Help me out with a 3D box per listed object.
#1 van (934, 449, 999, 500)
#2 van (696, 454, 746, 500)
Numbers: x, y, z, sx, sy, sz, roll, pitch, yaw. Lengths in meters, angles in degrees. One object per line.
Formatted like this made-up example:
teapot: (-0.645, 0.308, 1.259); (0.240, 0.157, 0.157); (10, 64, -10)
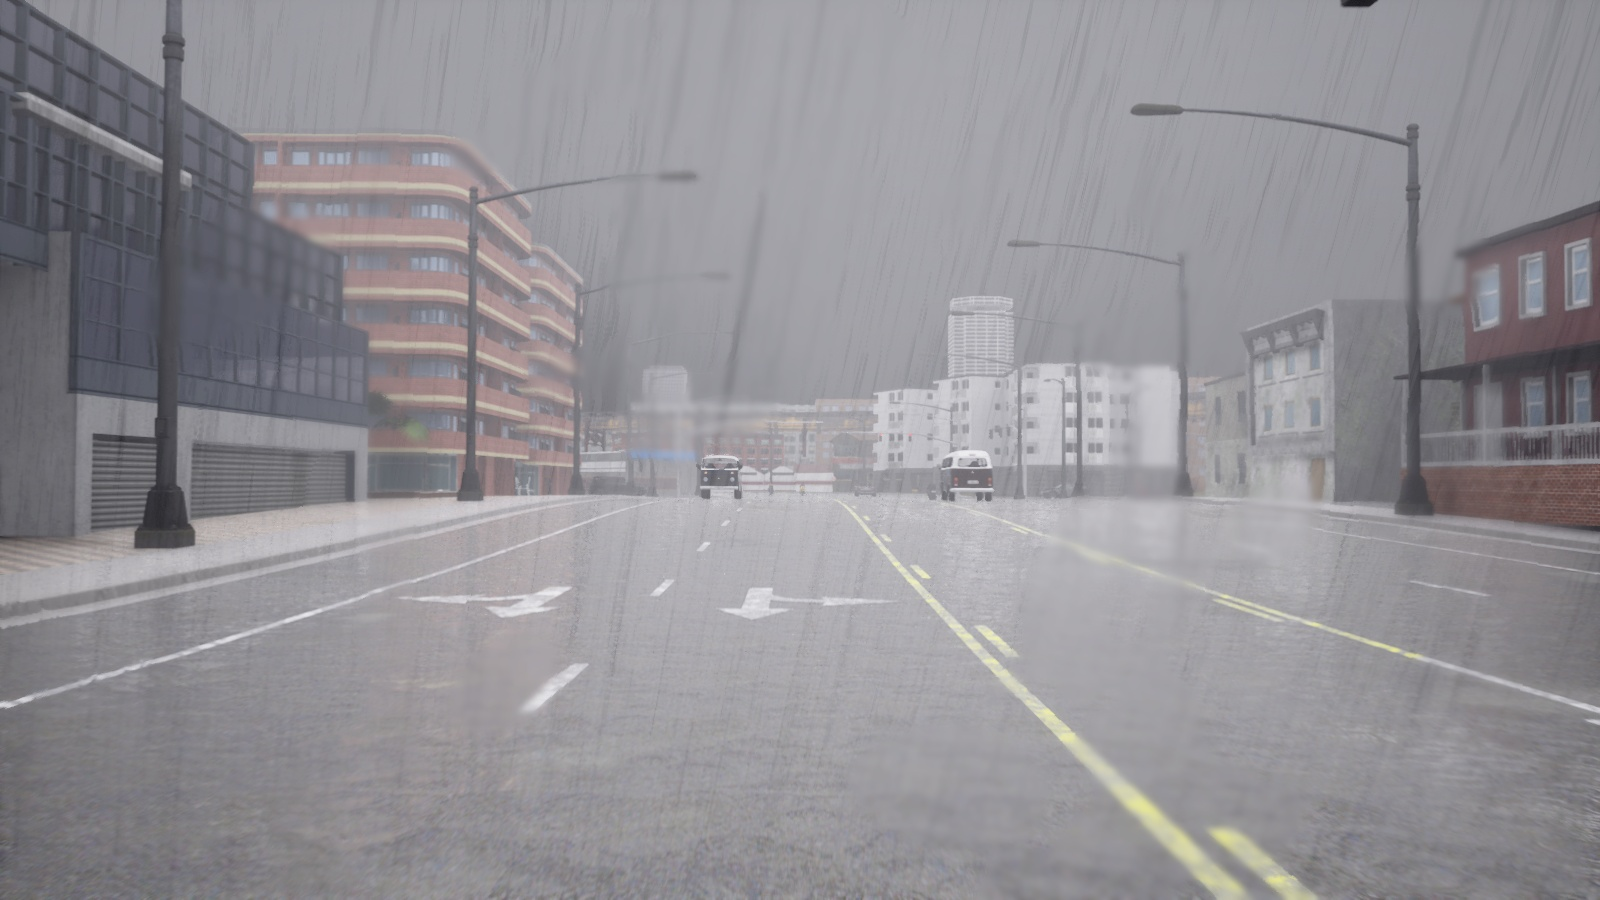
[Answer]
van: (6.875, 1.032, 52.199); (2.069, 2.038, 4.480); (0, -2, 0)
van: (-3.639, 1.285, 58.580); (2.069, 2.038, 4.480); (0, -2, 0)
